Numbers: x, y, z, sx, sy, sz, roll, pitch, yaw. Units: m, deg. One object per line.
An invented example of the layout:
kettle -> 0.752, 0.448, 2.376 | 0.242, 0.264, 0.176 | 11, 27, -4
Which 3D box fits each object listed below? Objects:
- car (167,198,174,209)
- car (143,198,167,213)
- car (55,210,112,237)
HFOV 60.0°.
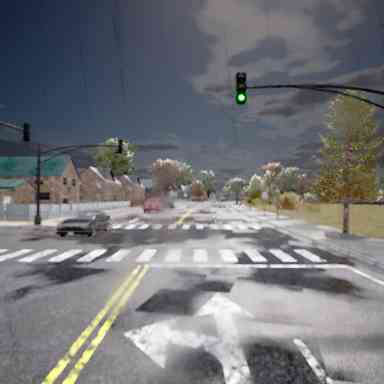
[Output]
car -> -4.503, 2.074, 59.807 | 2.150, 2.045, 5.566 | 0, -1, 4
car -> -5.298, 1.878, 46.158 | 2.150, 2.045, 5.566 | 0, -1, 3
car -> -6.263, 1.813, 19.973 | 2.033, 1.411, 5.357 | 0, -1, 1
